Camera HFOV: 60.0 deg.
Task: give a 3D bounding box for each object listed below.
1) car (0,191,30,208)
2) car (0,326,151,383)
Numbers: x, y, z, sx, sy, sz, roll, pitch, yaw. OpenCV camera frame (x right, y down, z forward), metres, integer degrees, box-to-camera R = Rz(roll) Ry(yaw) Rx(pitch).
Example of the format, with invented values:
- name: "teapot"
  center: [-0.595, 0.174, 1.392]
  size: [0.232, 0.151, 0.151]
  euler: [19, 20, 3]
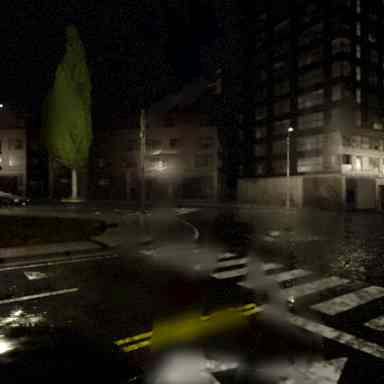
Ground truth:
- name: "car"
  center: [-17.041, 0.585, 29.112]
  size: [5.357, 1.411, 2.033]
  euler: [1, 0, 12]
- name: "car"
  center: [-2.502, 1.511, 1.671]
  size: [4.892, 1.490, 1.837]
  euler: [0, 0, -35]
